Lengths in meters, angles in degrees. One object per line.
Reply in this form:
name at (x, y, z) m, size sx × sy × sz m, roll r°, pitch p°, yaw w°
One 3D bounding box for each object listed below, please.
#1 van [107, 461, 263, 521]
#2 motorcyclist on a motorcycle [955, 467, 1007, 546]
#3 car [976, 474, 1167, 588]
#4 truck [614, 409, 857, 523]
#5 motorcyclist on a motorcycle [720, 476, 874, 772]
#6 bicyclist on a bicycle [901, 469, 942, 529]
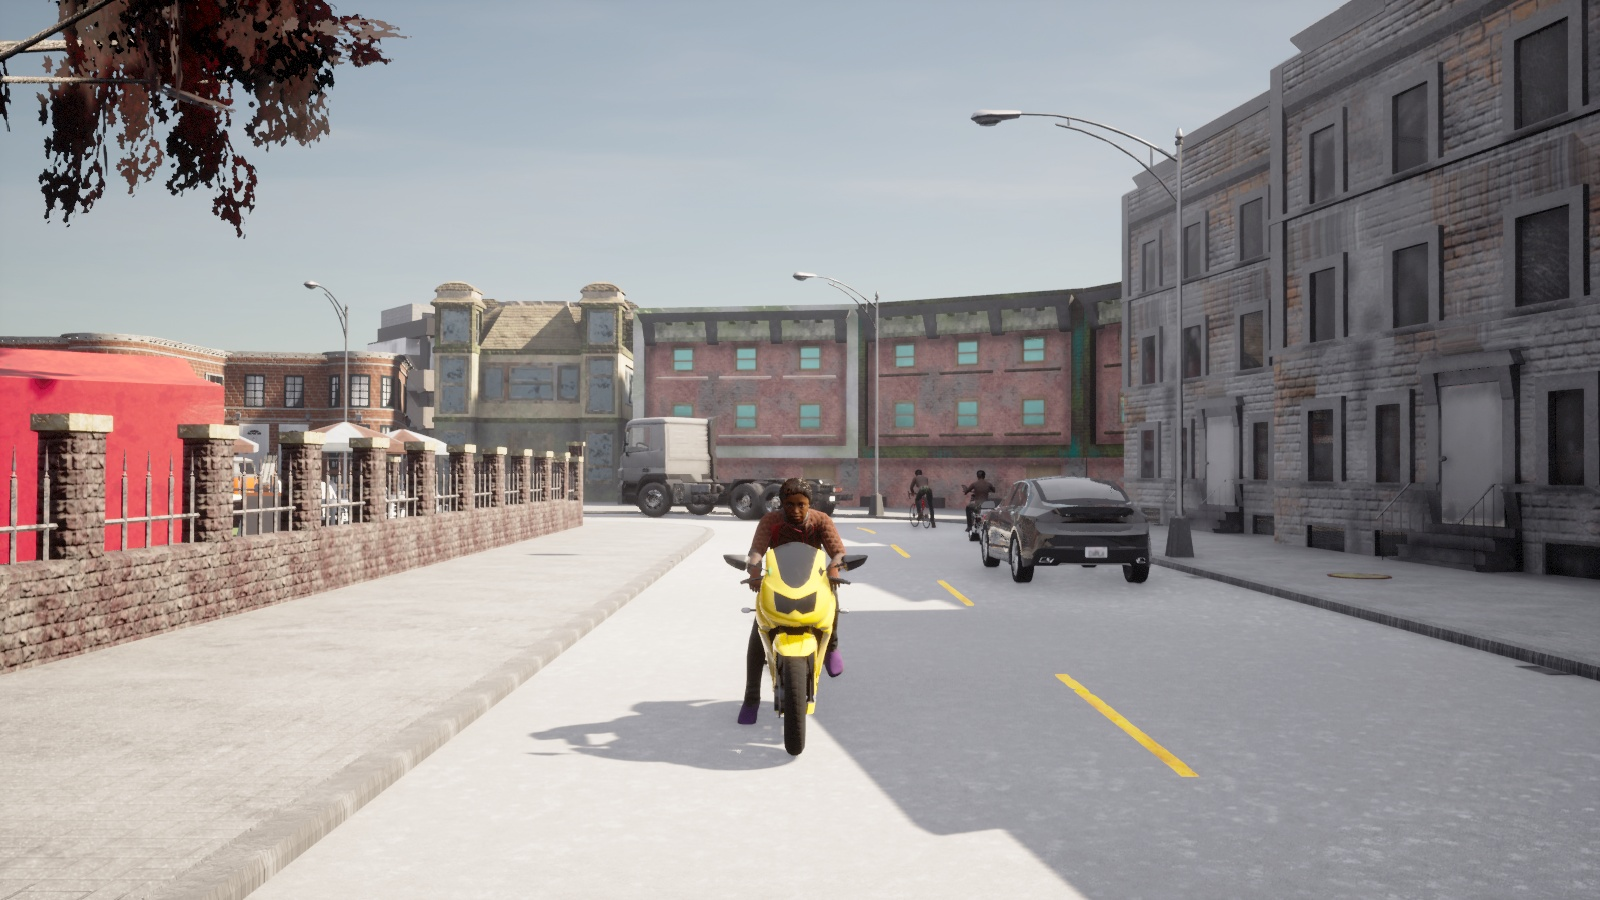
van at (-20.883, 1.368, 42.745) m, size 4.442 × 1.987 × 1.775 m, roll 0°, pitch -1°, yaw 0°
motorcyclist on a motorcycle at (3.928, 1.208, 27.391) m, size 0.766 × 1.649 × 2.350 m, roll 0°, pitch -1°, yaw 0°
car at (3.949, 1.124, 19.127) m, size 1.837 × 1.490 × 4.892 m, roll 0°, pitch -1°, yaw 0°
truck at (-2.241, 0.541, 41.636) m, size 7.936 × 3.462 × 2.891 m, roll -1°, pitch -1°, yaw 34°
motorcyclist on a motorcycle at (-0.020, 0.923, 7.552) m, size 0.797 × 1.523 × 2.044 m, roll 0°, pitch -1°, yaw 0°
bicyclist on a bicycle at (3.362, 1.341, 34.925) m, size 0.582 × 1.620 × 1.656 m, roll 0°, pitch -1°, yaw -14°
